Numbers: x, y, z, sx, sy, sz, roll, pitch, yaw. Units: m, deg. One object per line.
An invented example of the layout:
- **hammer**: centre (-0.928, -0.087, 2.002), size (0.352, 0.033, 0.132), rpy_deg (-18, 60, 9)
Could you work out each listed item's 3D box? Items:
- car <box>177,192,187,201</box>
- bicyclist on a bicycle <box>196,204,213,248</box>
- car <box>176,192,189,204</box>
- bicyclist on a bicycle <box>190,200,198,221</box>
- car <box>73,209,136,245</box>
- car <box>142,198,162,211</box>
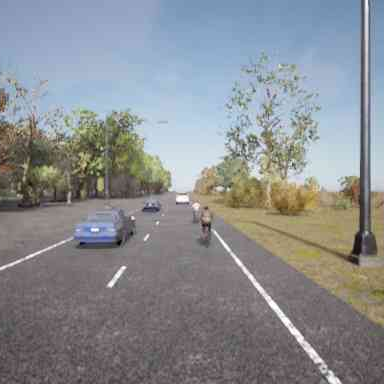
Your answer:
- **car**: centre (-2.279, 1.005, 74.379), size (2.150, 2.045, 5.566), rpy_deg (0, 0, -2)
- **bicyclist on a bicycle**: centre (0.596, 1.412, 13.557), size (0.582, 1.620, 1.656), rpy_deg (0, 0, -2)
- **car**: centre (-1.674, 1.048, 58.167), size (2.150, 2.045, 5.566), rpy_deg (0, 0, -2)
- **bicyclist on a bicycle**: centre (0.308, 1.366, 23.318), size (0.866, 1.612, 1.509), rpy_deg (0, 0, -2)
- **car**: centre (-3.827, 1.499, 15.299), size (2.033, 1.411, 5.357), rpy_deg (0, 0, -2)
- **car**: centre (-4.541, 1.431, 37.926), size (2.033, 1.411, 5.357), rpy_deg (0, 0, -2)
